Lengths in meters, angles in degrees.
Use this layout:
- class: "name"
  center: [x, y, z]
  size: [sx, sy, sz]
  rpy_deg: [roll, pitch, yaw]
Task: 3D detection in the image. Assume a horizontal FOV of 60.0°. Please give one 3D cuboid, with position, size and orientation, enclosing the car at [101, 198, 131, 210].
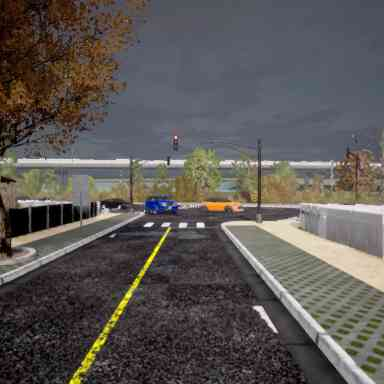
- class: "car"
  center: [-10.411, 1.593, 45.736]
  size: [5.008, 1.535, 1.882]
  rpy_deg: [0, 2, 36]

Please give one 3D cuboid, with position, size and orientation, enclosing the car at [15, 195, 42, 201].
- class: "car"
  center: [-26.870, 1.703, 53.679]
  size: [4.553, 1.767, 2.097]
  rpy_deg: [0, 2, 36]

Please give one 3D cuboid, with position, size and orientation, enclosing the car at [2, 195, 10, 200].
- class: "car"
  center: [-34.640, 1.543, 63.420]
  size: [5.566, 2.045, 2.150]
  rpy_deg: [-1, 2, 36]

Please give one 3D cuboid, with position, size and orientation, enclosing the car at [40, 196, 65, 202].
- class: "car"
  center: [-22.160, 1.817, 54.278]
  size: [4.718, 1.301, 1.895]
  rpy_deg: [0, 2, 36]

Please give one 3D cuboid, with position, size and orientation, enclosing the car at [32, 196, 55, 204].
- class: "car"
  center: [-30.570, 1.623, 68.506]
  size: [4.902, 1.511, 2.128]
  rpy_deg: [-1, 2, 36]

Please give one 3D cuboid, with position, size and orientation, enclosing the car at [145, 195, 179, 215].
- class: "car"
  center: [-3.180, 1.332, 34.253]
  size: [2.150, 2.045, 5.566]
  rpy_deg: [3, -5, -24]

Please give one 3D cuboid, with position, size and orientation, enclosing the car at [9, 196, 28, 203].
- class: "car"
  center: [-39.011, 1.583, 74.626]
  size: [4.892, 1.490, 1.837]
  rpy_deg: [-1, 2, 36]

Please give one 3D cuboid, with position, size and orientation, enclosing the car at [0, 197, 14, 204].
- class: "car"
  center: [-40.918, 1.732, 71.998]
  size: [5.357, 1.411, 2.033]
  rpy_deg: [-1, 2, 36]

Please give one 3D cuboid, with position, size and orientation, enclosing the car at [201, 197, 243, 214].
- class: "car"
  center: [3.227, 1.348, 35.825]
  size: [4.553, 1.767, 2.097]
  rpy_deg: [0, 2, 36]
